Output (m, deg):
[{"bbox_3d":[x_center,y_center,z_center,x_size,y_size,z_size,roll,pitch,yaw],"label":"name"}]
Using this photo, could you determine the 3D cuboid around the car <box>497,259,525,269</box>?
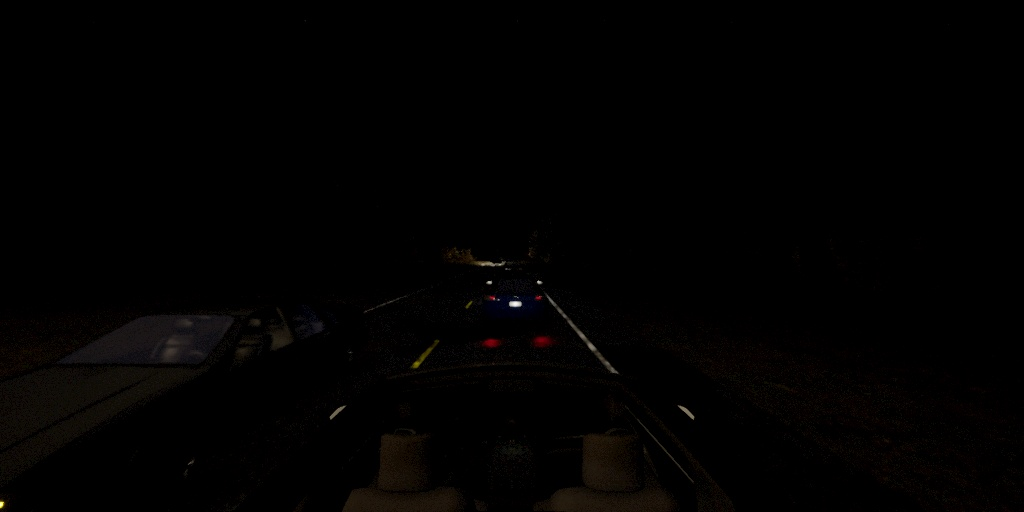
[{"bbox_3d":[0.087,1.218,29.734,2.128,1.511,4.902,0,0,0],"label":"car"}]

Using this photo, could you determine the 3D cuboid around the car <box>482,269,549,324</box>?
[{"bbox_3d":[0.095,1.306,11.960,1.994,1.385,4.181,0,0,0],"label":"car"}]

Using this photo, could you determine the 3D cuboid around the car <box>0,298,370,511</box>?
[{"bbox_3d":[-3.603,1.295,4.511,2.033,1.411,5.357,0,0,0],"label":"car"}]
